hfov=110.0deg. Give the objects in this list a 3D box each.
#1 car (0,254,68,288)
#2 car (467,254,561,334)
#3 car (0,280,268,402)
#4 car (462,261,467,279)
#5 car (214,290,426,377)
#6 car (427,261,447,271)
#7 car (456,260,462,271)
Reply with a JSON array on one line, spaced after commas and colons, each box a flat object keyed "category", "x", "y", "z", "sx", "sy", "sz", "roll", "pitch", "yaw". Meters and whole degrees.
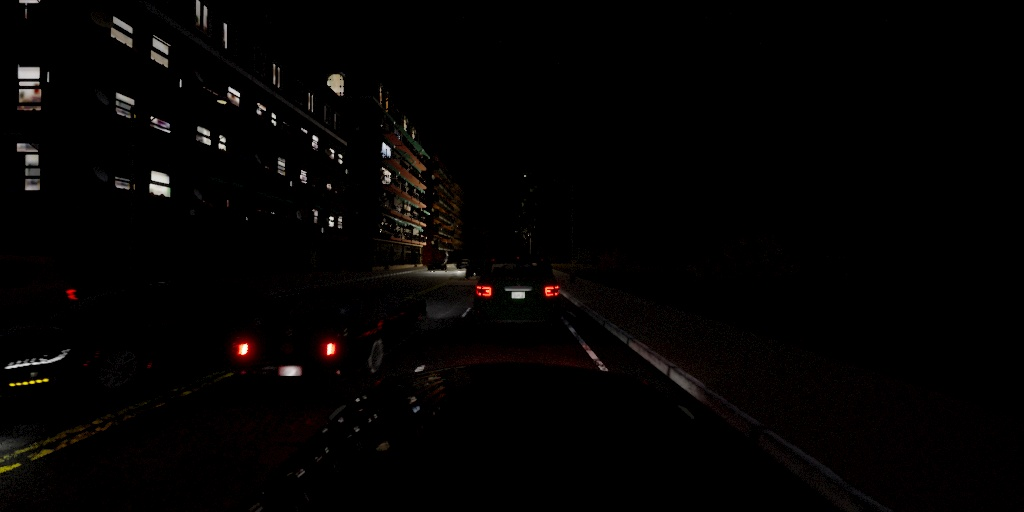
[{"category": "car", "x": -9.853, "y": 0.972, "z": 4.913, "sx": 2.150, "sy": 2.045, "sz": 5.566, "roll": 0, "pitch": 0, "yaw": 0}, {"category": "car", "x": 0.104, "y": 0.973, "z": 10.742, "sx": 2.150, "sy": 2.045, "sz": 5.566, "roll": 0, "pitch": 0, "yaw": -1}, {"category": "car", "x": -6.601, "y": 1.256, "z": 6.683, "sx": 1.837, "sy": 1.490, "sz": 4.892, "roll": 0, "pitch": 0, "yaw": 0}, {"category": "car", "x": -3.141, "y": 1.260, "z": 32.981, "sx": 1.837, "sy": 1.490, "sz": 4.892, "roll": 0, "pitch": 0, "yaw": 0}, {"category": "car", "x": -3.153, "y": 1.352, "z": 7.335, "sx": 1.895, "sy": 1.301, "sz": 4.718, "roll": 0, "pitch": 0, "yaw": 0}, {"category": "car", "x": -9.834, "y": 1.317, "z": 47.475, "sx": 1.994, "sy": 1.385, "sz": 4.181, "roll": 0, "pitch": 0, "yaw": 0}, {"category": "car", "x": -6.583, "y": 1.245, "z": 49.525, "sx": 2.128, "sy": 1.511, "sz": 4.902, "roll": 0, "pitch": 0, "yaw": 0}]
